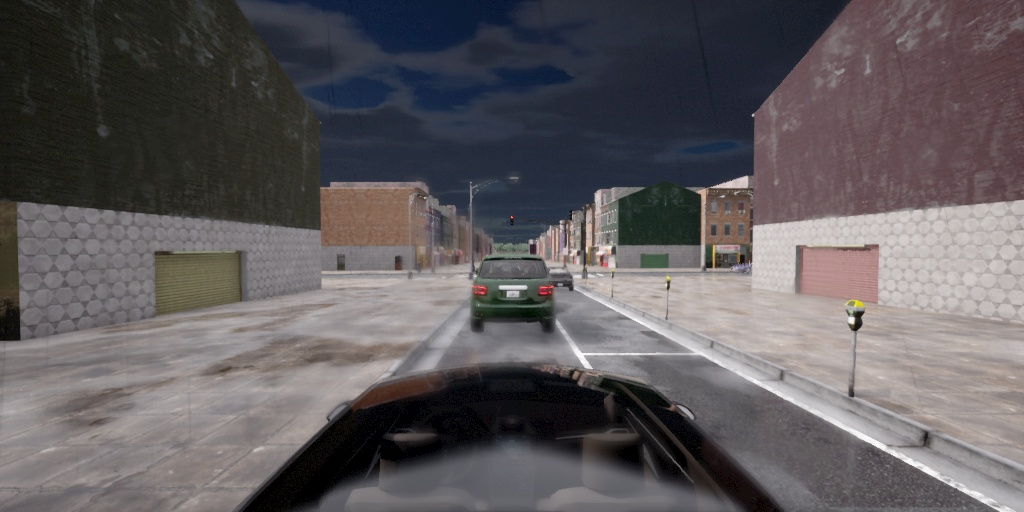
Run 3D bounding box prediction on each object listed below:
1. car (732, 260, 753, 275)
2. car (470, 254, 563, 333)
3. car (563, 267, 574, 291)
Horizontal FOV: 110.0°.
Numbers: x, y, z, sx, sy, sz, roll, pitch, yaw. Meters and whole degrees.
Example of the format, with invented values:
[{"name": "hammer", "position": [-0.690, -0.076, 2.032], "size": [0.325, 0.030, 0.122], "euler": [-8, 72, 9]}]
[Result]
[{"name": "car", "position": [24.805, 1.117, 36.257], "size": [4.674, 1.442, 1.812], "euler": [0, 1, 0]}, {"name": "car", "position": [0.029, 0.968, 10.905], "size": [2.150, 2.045, 5.566], "euler": [0, 0, 0]}, {"name": "car", "position": [2.594, 1.296, 21.320], "size": [2.007, 1.370, 4.403], "euler": [0, 0, 0]}]
